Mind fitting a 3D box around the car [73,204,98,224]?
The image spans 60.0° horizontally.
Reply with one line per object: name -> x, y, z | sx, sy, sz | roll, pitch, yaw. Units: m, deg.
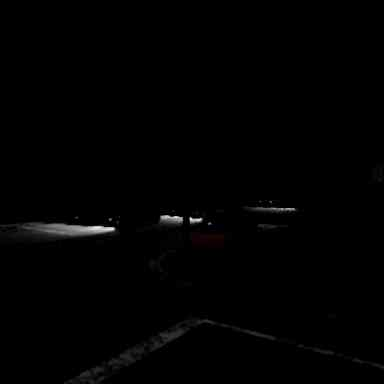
car -> -6.878, 1.632, 26.100 | 1.837, 1.490, 4.892 | 0, 0, 39

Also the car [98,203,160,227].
car -> -4.220, 1.669, 23.821 | 1.994, 1.385, 4.181 | 0, 0, 39

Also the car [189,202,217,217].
car -> 1.649, 1.656, 31.160 | 1.994, 1.385, 4.181 | 0, 0, 38

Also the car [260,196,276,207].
car -> 11.893, 1.367, 50.214 | 2.097, 1.767, 4.553 | 0, 0, 36

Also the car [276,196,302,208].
car -> 14.056, 1.567, 47.251 | 1.994, 1.385, 4.181 | 0, 0, 36

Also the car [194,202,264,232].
car -> 2.458, 1.588, 20.788 | 1.812, 1.442, 4.674 | 0, 0, 39

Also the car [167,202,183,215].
car -> -0.584, 1.676, 33.976 | 1.994, 1.385, 4.181 | 0, 0, 38
